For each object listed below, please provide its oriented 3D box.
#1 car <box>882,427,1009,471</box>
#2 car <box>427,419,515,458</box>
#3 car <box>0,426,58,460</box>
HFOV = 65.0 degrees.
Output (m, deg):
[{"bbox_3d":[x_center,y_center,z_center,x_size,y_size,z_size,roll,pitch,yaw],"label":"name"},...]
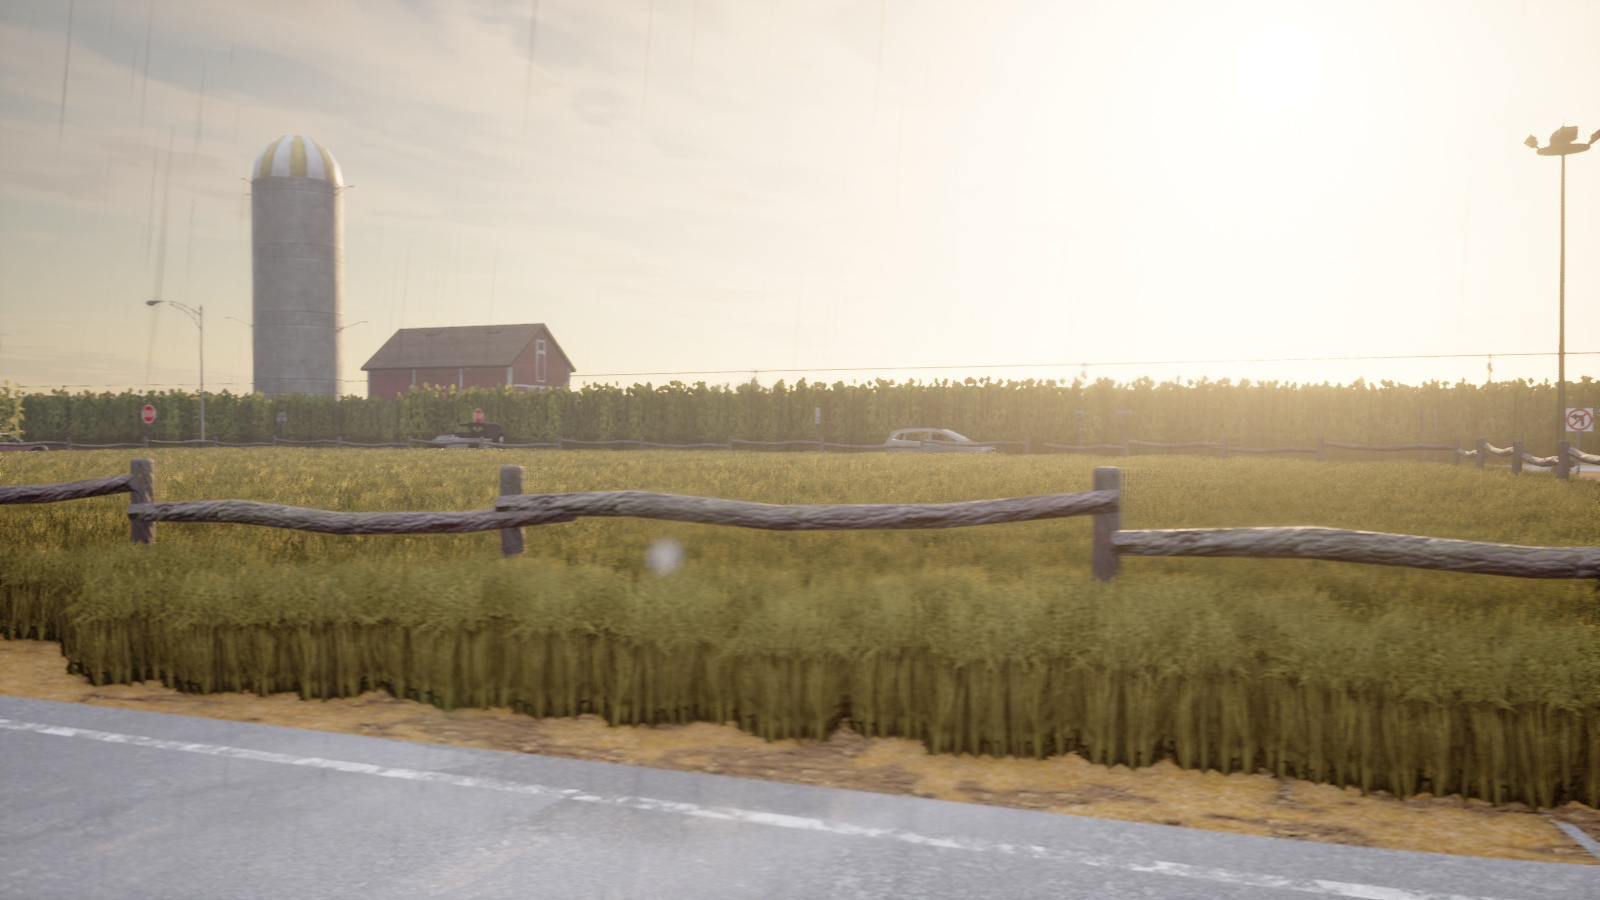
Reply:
[{"bbox_3d":[5.823,-0.074,50.314,4.611,1.667,2.242,1,1,23],"label":"car"},{"bbox_3d":[-16.511,-0.598,63.027,3.866,1.878,1.905,1,1,23],"label":"car"},{"bbox_3d":[-35.064,-0.330,55.192,1.970,1.475,3.806,1,1,22],"label":"car"}]
